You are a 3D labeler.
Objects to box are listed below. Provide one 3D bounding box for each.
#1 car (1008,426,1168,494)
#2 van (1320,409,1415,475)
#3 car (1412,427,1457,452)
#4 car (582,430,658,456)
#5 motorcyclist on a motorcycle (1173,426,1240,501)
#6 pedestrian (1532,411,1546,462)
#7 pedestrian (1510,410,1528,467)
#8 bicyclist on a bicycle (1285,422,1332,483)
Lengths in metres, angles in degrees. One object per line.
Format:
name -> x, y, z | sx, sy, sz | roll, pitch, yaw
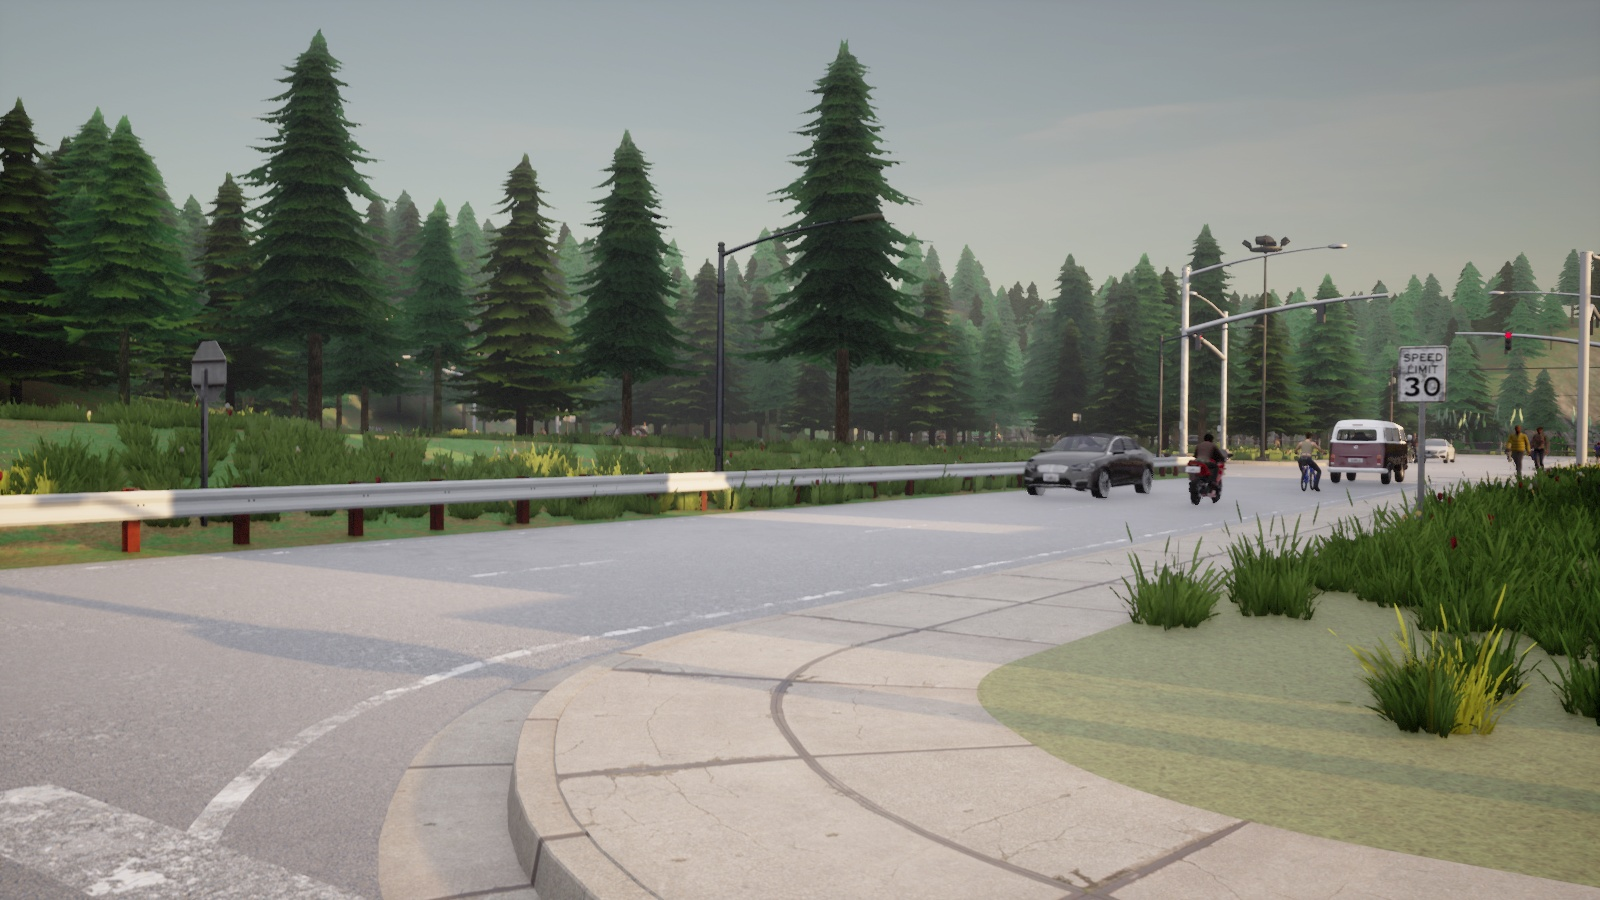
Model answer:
car -> 7.082, 0.188, 30.509 | 2.128, 1.511, 4.902 | 0, 1, 35
van -> 18.593, -0.286, 41.030 | 2.069, 2.038, 4.480 | 0, 1, 35
car -> 38.302, -0.641, 75.763 | 1.812, 1.442, 4.674 | 0, 1, 35
car -> -11.951, -0.492, 83.247 | 4.856, 1.649, 2.033 | 0, 1, 36
motorcyclist on a motorcycle -> 8.626, 0.259, 26.585 | 0.797, 1.523, 2.044 | 0, 1, 35
pedestrian -> 26.289, -0.473, 44.671 | 0.328, 1.805, 0.869 | 0, 1, 37
pedestrian -> 23.233, -0.383, 40.589 | 0.370, 1.835, 0.726 | 0, 1, 40
bicyclist on a bicycle -> 13.845, 0.064, 34.158 | 0.866, 1.612, 1.509 | 0, 1, 35
